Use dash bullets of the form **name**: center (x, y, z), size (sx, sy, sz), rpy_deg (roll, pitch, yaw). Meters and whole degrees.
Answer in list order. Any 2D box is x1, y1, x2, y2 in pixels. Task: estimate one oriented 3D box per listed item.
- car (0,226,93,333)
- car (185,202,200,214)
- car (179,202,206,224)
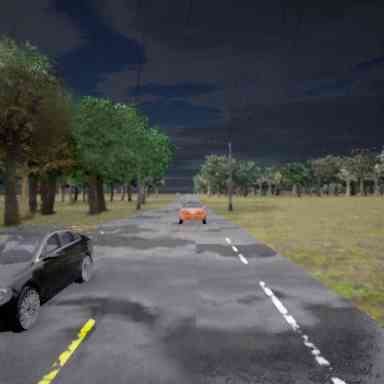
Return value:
- **car**: center (-3.548, 1.521, 6.944), size (2.128, 1.511, 4.902), rpy_deg (0, 0, 1)
- **car**: center (0.065, 2.072, 44.669), size (1.837, 1.490, 4.892), rpy_deg (0, -1, 0)
- **car**: center (0.064, 1.610, 27.651), size (2.097, 1.767, 4.553), rpy_deg (0, -1, 0)
